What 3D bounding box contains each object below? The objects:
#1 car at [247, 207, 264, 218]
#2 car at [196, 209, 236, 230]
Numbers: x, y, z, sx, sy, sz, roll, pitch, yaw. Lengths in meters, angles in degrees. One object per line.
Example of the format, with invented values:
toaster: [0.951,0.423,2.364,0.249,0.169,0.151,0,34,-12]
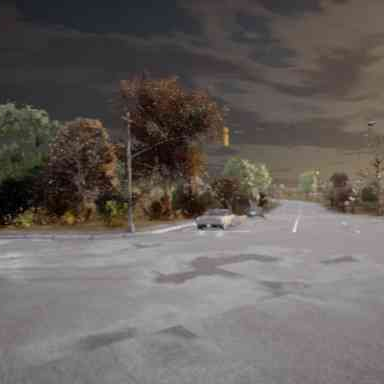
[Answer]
car: [8.314,2.648,43.394,2.128,1.511,4.902,-2,-4,18]
car: [1.749,1.903,23.543,1.895,1.301,4.718,-2,-2,18]
